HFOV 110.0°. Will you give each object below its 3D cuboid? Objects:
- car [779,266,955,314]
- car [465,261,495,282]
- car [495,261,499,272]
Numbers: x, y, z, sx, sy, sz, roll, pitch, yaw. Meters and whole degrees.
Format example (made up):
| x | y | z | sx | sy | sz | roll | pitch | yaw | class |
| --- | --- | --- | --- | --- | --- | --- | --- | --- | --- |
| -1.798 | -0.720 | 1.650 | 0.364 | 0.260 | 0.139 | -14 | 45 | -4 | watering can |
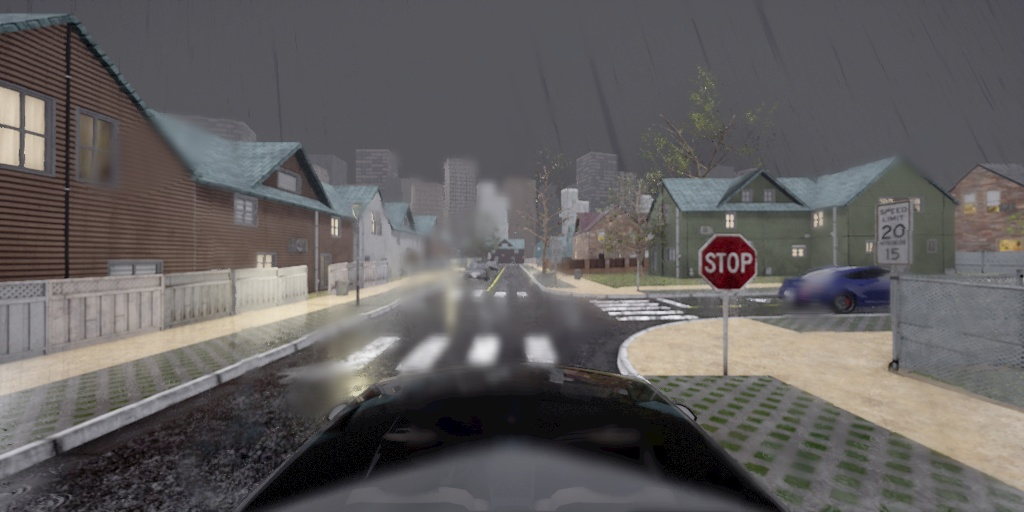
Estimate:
| x | y | z | sx | sy | sz | roll | pitch | yaw | class |
| --- | --- | --- | --- | --- | --- | --- | --- | --- | --- |
| 11.501 | 1.044 | 11.848 | 4.674 | 1.442 | 1.812 | -2 | 0 | 1 | car |
| -2.855 | 1.343 | 30.445 | 2.128 | 1.511 | 4.902 | 0 | 0 | 0 | car |
| -2.847 | 1.429 | 49.858 | 1.837 | 1.490 | 4.892 | 0 | 0 | 0 | car |
